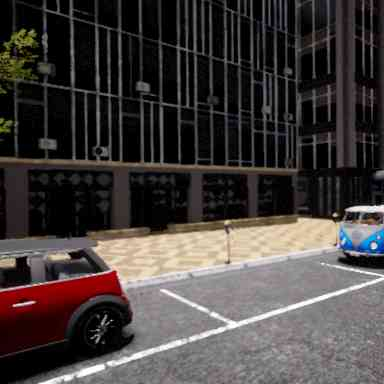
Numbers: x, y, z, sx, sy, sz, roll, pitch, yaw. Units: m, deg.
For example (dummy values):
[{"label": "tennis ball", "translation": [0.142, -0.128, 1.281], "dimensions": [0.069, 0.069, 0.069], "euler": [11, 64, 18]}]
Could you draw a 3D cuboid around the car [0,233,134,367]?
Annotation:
[{"label": "car", "translation": [-2.973, 1.441, 4.469], "dimensions": [4.097, 1.590, 1.967], "euler": [0, -1, -35]}]

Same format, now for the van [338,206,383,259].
[{"label": "van", "translation": [6.637, 1.351, 11.312], "dimensions": [3.998, 1.788, 1.690], "euler": [0, -1, -35]}]
